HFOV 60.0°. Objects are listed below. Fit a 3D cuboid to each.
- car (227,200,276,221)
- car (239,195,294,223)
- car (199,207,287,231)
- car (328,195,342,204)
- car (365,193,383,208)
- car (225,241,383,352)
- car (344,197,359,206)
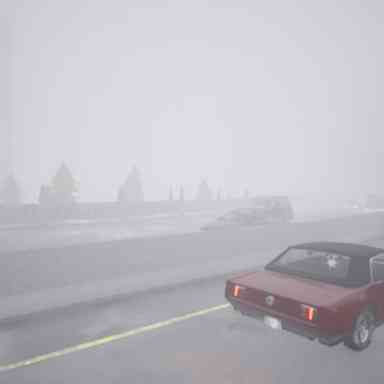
[{"bbox_3d":[5.215,1.513,28.376,1.882,1.535,5.008,0,0,40],"label":"car"},{"bbox_3d":[4.945,1.246,22.756,2.150,2.045,5.566,0,0,42],"label":"car"},{"bbox_3d":[2.207,1.586,15.178,4.181,1.385,1.994,0,0,-43],"label":"car"},{"bbox_3d":[27.103,1.367,62.963,2.097,1.767,4.553,0,0,30],"label":"car"},{"bbox_3d":[26.125,1.208,47.496,2.150,2.045,5.566,0,0,31],"label":"car"},{"bbox_3d":[2.897,1.603,6.218,4.718,1.301,1.895,0,0,-39],"label":"car"},{"bbox_3d":[26.609,1.563,55.232,1.994,1.385,4.181,0,0,31],"label":"car"}]
